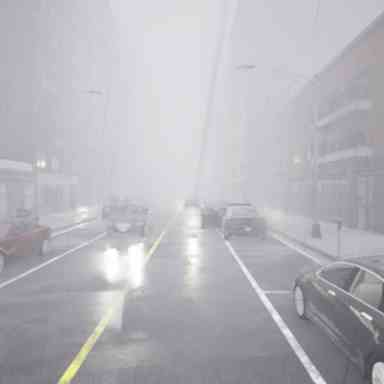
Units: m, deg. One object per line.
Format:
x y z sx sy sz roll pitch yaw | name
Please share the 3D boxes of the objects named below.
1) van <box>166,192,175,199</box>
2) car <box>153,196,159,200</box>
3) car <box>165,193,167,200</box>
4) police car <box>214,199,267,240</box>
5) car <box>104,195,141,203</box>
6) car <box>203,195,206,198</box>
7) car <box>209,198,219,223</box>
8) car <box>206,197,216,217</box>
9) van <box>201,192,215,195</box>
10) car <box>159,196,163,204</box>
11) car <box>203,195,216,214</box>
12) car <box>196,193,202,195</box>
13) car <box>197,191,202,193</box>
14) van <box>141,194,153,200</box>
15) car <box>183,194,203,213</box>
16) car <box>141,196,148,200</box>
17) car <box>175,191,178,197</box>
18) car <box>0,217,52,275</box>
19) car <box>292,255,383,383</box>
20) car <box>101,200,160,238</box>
-5.854 0.936 82.655 1.690 1.788 3.998 0 0 0 | van
-5.856 1.331 43.954 1.752 1.417 4.829 0 0 0 | car
-5.855 1.295 55.461 2.008 1.369 4.403 0 0 0 | car
2.367 1.354 16.543 1.930 1.638 5.238 0 0 0 | police car
-5.857 1.197 27.119 2.192 1.841 5.009 0 0 0 | car
2.670 1.387 44.139 1.802 1.307 4.206 0 0 0 | car
2.669 1.448 27.132 1.947 1.339 4.313 0 0 0 | car
2.669 1.423 32.800 1.947 1.339 4.313 0 0 0 | car
2.670 1.116 49.808 1.690 1.788 3.998 0 0 0 | van
-5.856 1.301 49.624 1.752 1.417 4.829 0 0 0 | car
2.669 1.383 38.469 2.008 1.369 4.403 0 0 0 | car
0.006 1.323 49.775 2.033 1.411 5.357 0 0 0 | car
2.672 1.035 82.673 1.967 1.590 4.097 0 0 0 | car
-5.857 1.173 38.455 1.690 1.788 3.998 0 0 0 | van
0.046 1.330 39.817 1.837 1.490 4.892 0 0 1 | car
-5.856 1.408 32.787 2.008 1.369 4.403 0 0 0 | car
-5.853 0.845 93.827 2.192 1.841 5.009 0 0 0 | car
-5.858 1.501 10.114 1.887 1.381 4.507 0 0 0 | car
2.668 1.532 4.454 2.008 1.369 4.403 0 0 0 | car
-3.098 1.416 17.386 2.128 1.511 4.902 0 0 0 | car
